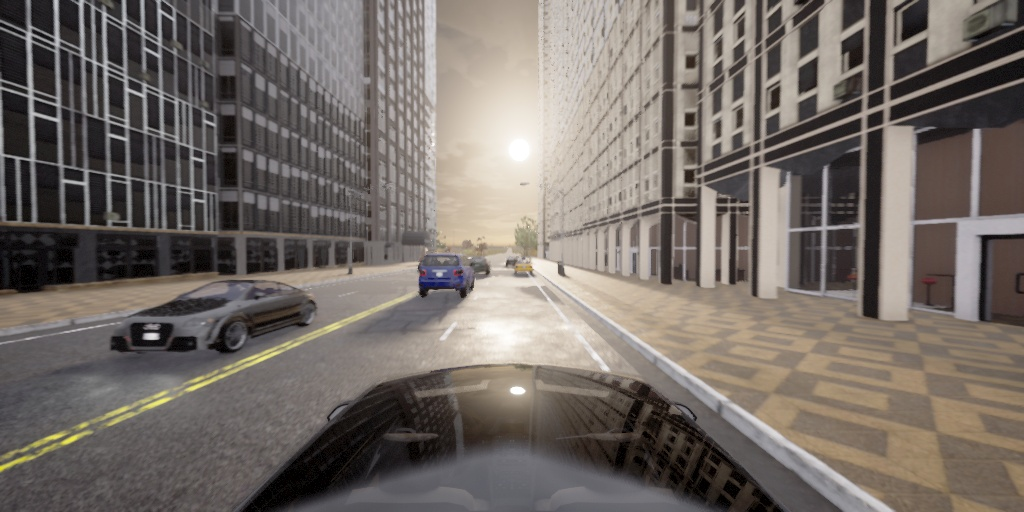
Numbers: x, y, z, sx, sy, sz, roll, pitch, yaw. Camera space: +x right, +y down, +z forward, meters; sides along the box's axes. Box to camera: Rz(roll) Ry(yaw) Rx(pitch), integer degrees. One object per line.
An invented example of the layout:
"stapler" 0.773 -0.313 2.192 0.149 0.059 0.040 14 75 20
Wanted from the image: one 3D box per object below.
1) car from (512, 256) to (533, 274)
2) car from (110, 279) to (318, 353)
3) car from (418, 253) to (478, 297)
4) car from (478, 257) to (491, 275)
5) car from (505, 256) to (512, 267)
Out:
"car" 1.136 0.952 35.958 1.801 1.575 5.366 0 0 0
"car" -6.556 1.264 8.528 1.994 1.385 4.181 0 0 1
"car" -3.145 0.854 18.104 2.150 2.045 5.566 0 1 -1
"car" -3.154 0.854 34.918 2.097 1.767 4.553 0 0 0
"car" 0.004 0.828 54.656 1.882 1.535 5.008 0 1 0
